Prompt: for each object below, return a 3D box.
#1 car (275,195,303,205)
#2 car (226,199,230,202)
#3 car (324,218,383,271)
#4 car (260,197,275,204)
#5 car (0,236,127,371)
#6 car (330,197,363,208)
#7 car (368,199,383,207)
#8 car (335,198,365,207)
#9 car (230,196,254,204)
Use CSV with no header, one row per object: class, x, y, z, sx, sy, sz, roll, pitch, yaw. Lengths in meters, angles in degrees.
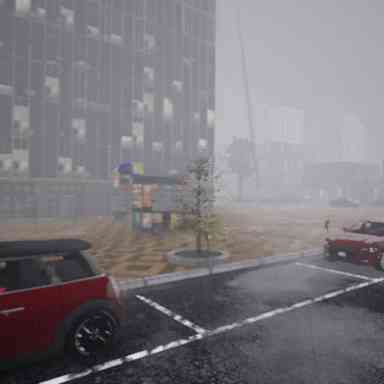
car,19.654,1.551,66.300,2.192,1.841,5.009,1,-1,-35
car,10.101,1.754,79.939,1.967,1.590,4.097,1,-1,-35
car,6.147,1.546,10.890,4.507,1.381,1.887,0,1,-35
car,16.465,1.702,70.843,1.967,1.590,4.097,1,-1,-35
car,-3.044,1.440,4.333,4.097,1.590,1.967,0,1,-35
car,22.075,1.478,47.715,1.967,1.590,4.097,1,-1,-35
car,29.778,1.719,51.763,1.947,1.339,4.313,1,-1,-35
car,26.657,1.761,56.267,1.802,1.307,4.206,1,-1,-35
car,10.705,1.719,69.079,1.895,1.301,4.718,1,-1,-35
